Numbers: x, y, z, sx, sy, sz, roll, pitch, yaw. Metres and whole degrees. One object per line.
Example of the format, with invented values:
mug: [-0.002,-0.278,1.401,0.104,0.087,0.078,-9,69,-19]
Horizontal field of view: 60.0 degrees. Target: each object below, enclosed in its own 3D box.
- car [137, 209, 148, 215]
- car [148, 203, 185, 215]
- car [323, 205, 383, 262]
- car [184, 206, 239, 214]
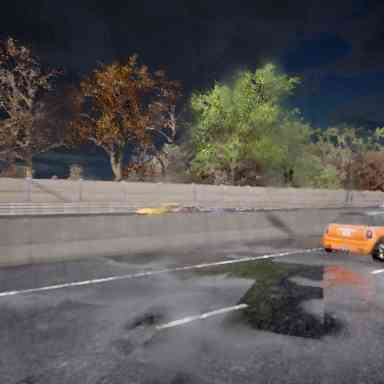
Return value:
car: [-2.233,1.689,28.180,5.008,1.535,1.882,1,-1,-35]
car: [-0.794,1.764,24.908,4.181,1.385,1.994,1,-1,-35]
car: [7.314,1.549,13.249,4.553,1.767,2.097,1,-1,-35]
car: [1.943,1.777,22.559,4.181,1.385,1.994,1,-1,-35]
